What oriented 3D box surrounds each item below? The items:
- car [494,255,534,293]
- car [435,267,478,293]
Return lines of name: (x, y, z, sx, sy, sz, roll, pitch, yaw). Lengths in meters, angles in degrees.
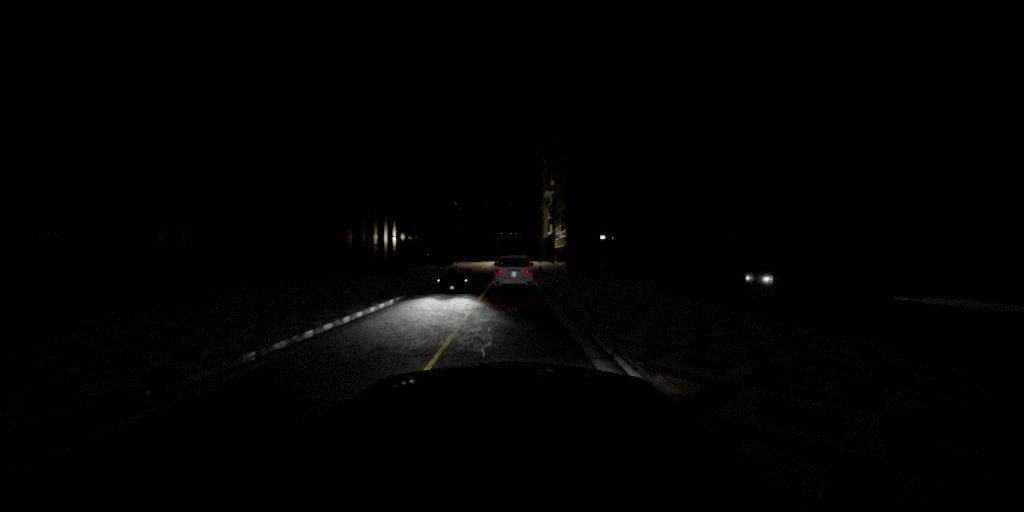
car: (0.099, 0.962, 20.952, 2.150, 2.045, 5.566, 0, 0, 0)
car: (-3.099, 1.339, 20.798, 1.895, 1.301, 4.718, 0, 0, 0)
